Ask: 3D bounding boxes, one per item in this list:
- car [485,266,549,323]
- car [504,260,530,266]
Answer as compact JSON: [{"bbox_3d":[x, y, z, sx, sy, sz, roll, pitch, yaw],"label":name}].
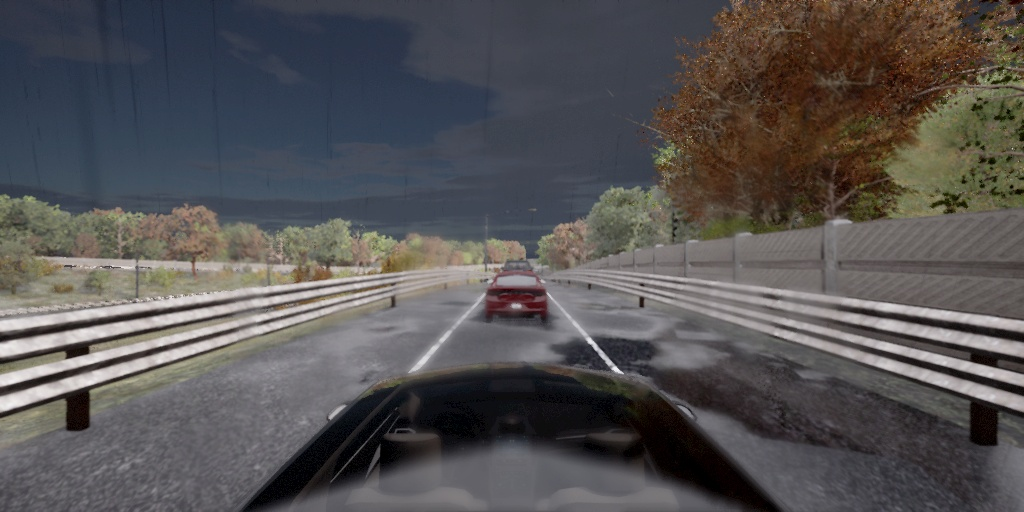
[{"bbox_3d":[0.167,1.263,12.340,1.882,1.535,5.008,0,-1,1],"label":"car"},{"bbox_3d":[0.390,1.340,25.760,2.150,2.045,5.566,0,-2,1],"label":"car"}]
